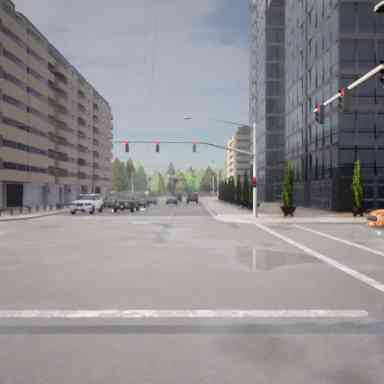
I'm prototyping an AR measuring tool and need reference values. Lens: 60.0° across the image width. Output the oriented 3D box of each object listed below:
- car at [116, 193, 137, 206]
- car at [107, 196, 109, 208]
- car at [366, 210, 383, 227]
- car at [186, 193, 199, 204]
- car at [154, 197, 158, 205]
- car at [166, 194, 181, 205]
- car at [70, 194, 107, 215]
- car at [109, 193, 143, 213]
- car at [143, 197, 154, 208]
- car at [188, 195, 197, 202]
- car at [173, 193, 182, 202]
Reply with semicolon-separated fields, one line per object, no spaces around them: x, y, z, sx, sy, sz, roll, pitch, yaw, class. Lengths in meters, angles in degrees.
-10.735;1.213;54.948;2.150;2.045;5.566;0;0;1;car
-10.866;1.346;44.746;2.097;1.767;4.553;0;0;1;car
13.579;1.404;21.063;4.553;1.767;2.097;0;0;0;car
0.064;1.212;63.788;2.150;2.045;5.566;0;0;1;car
-7.186;1.555;58.341;1.994;1.385;4.181;0;0;1;car
-3.494;1.517;59.157;1.812;1.442;4.674;0;0;1;car
-10.927;1.216;34.902;2.150;2.045;5.566;0;0;-1;car
-7.418;1.216;38.077;2.150;2.045;5.566;0;0;1;car
-7.324;1.540;48.321;2.033;1.411;5.357;0;0;1;car
0.099;1.490;74.501;1.837;1.490;4.892;0;0;1;car
-3.401;1.214;74.654;2.150;2.045;5.566;0;0;1;car
